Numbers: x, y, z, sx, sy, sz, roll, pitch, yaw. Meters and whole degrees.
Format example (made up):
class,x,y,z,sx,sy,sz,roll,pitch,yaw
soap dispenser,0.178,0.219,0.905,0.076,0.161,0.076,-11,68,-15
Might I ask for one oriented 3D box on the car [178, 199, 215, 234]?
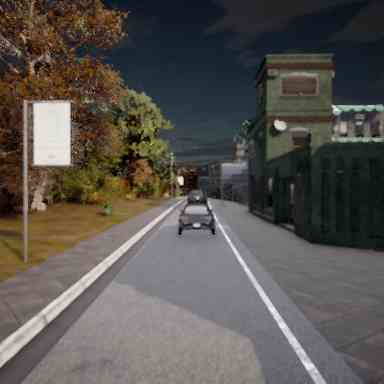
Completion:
class,x,y,z,sx,sy,sz,roll,pitch,yaw
car,0.254,1.317,17.647,1.812,1.442,4.674,0,1,1

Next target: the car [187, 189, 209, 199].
class,x,y,z,sx,sy,sz,roll,pitch,yaw
car,0.636,0.693,36.558,2.150,2.045,5.566,0,1,2
